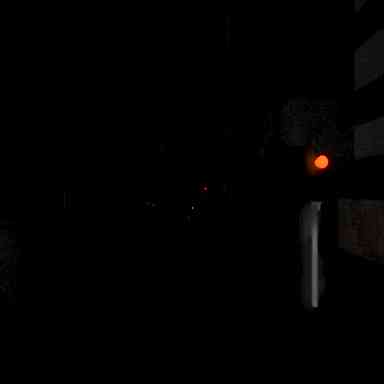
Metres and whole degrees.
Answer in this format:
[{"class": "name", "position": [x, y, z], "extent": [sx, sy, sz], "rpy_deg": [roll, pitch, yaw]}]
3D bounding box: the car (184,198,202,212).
[{"class": "car", "position": [0.070, 1.504, 39.391], "extent": [1.837, 1.490, 4.892], "rpy_deg": [0, 0, 0]}]

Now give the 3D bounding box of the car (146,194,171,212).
[{"class": "car", "position": [-4.133, 1.221, 39.613], "extent": [2.150, 2.045, 5.566], "rpy_deg": [0, 0, 0]}]

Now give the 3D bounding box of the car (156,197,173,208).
[{"class": "car", "position": [-4.114, 1.547, 50.256], "extent": [2.033, 1.411, 5.357], "rpy_deg": [0, 0, 1]}]
